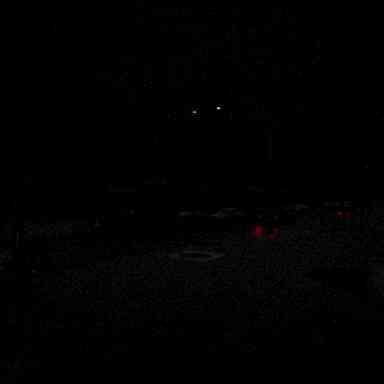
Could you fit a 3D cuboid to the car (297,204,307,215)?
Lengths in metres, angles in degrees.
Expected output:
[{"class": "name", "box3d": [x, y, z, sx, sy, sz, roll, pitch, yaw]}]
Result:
[{"class": "car", "box3d": [12.310, 2.091, 39.575, 2.008, 1.369, 4.403, -1, -1, 35]}]

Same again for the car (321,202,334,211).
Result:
[{"class": "car", "box3d": [21.696, 2.318, 52.788, 2.008, 1.369, 4.403, -1, -1, 35]}]

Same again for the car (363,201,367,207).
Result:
[{"class": "car", "box3d": [40.467, 2.786, 79.213, 1.947, 1.339, 4.313, -1, -1, 35]}]

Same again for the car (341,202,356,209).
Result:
[{"class": "car", "box3d": [31.082, 2.574, 66.001, 1.802, 1.307, 4.206, -1, -1, 35]}]

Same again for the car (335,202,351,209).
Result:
[{"class": "car", "box3d": [27.953, 2.483, 61.596, 1.947, 1.339, 4.313, -1, -1, 35]}]

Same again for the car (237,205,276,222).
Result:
[{"class": "car", "box3d": [6.053, 1.954, 30.766, 1.947, 1.339, 4.313, -1, -1, 35]}]

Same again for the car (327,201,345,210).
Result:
[{"class": "car", "box3d": [24.727, 2.365, 57.054, 1.752, 1.417, 4.829, -1, -1, 35]}]

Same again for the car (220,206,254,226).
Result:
[{"class": "car", "box3d": [2.826, 1.834, 26.223, 1.752, 1.417, 4.829, -1, -1, 35]}]

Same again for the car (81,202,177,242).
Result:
[{"class": "car", "box3d": [-3.333, 1.473, 17.557, 2.192, 1.841, 5.009, -1, -1, 35]}]

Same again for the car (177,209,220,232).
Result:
[{"class": "car", "box3d": [-0.205, 1.817, 21.956, 1.802, 1.307, 4.206, -1, -1, 35]}]

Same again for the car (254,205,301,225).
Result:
[{"class": "car", "box3d": [7.171, 1.975, 27.595, 1.895, 1.301, 4.718, 0, -1, 35]}]

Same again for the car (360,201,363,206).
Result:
[{"class": "car", "box3d": [34.211, 2.634, 70.405, 1.947, 1.339, 4.313, -1, -1, 35]}]

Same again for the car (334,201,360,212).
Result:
[{"class": "car", "box3d": [23.928, 2.272, 51.188, 2.128, 1.511, 4.902, 0, -1, 36]}]
